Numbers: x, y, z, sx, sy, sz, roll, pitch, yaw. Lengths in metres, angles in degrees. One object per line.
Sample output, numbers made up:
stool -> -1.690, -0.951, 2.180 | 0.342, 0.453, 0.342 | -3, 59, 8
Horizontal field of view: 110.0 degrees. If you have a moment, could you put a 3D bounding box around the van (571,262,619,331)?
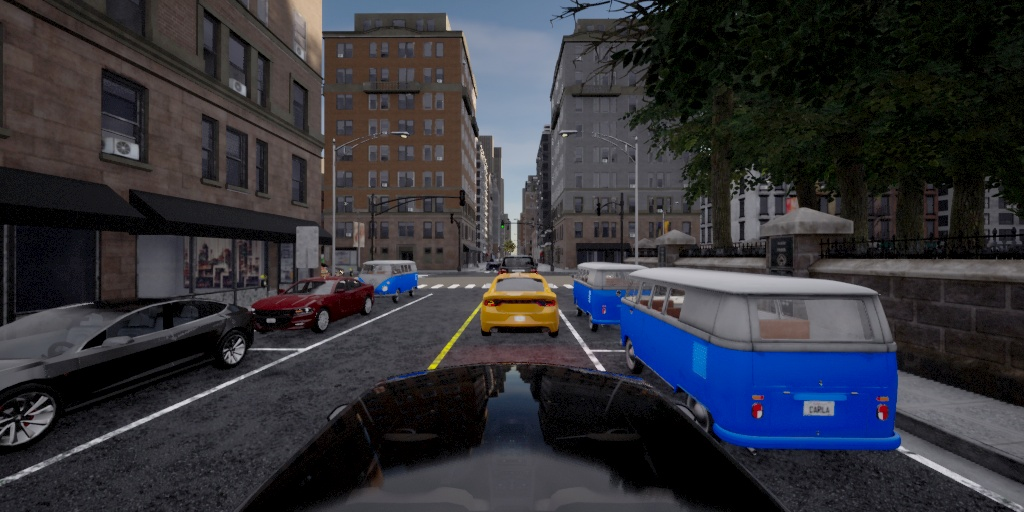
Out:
van -> 2.824, 1.089, 10.634 | 1.690, 1.789, 3.998 | 0, 0, 1

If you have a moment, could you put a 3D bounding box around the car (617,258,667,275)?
car -> 13.839, 1.093, 38.347 | 4.553, 1.767, 2.097 | 0, 0, 0

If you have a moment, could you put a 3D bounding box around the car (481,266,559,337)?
car -> 0.221, 1.226, 10.380 | 1.882, 1.535, 5.008 | 0, 0, 1

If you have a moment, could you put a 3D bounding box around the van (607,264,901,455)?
van -> 2.713, 1.090, 4.978 | 1.690, 1.789, 3.998 | 0, 0, 1

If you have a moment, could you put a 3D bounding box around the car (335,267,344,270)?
car -> -17.471, 1.249, 31.837 | 4.892, 1.490, 1.837 | 0, 0, 0

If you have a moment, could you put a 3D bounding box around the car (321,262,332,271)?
car -> -17.159, 1.084, 28.586 | 4.553, 1.767, 2.097 | 0, 0, 0

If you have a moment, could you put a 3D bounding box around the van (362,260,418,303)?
van -> -5.589, 1.087, 16.451 | 1.690, 1.789, 3.998 | 0, 0, 1

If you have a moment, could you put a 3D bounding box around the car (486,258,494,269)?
car -> -2.325, 1.085, 49.585 | 2.097, 1.767, 4.553 | 0, 0, 2

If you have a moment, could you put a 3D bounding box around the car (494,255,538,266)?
car -> 0.321, 0.965, 20.357 | 2.150, 2.045, 5.566 | 0, 0, 0

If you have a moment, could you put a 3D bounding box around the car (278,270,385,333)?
car -> -5.700, 1.294, 10.792 | 1.888, 1.381, 4.507 | 0, 0, 1

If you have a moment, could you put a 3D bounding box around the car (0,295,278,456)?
car -> -5.810, 1.315, 5.133 | 1.948, 1.339, 4.313 | 0, 0, 1
